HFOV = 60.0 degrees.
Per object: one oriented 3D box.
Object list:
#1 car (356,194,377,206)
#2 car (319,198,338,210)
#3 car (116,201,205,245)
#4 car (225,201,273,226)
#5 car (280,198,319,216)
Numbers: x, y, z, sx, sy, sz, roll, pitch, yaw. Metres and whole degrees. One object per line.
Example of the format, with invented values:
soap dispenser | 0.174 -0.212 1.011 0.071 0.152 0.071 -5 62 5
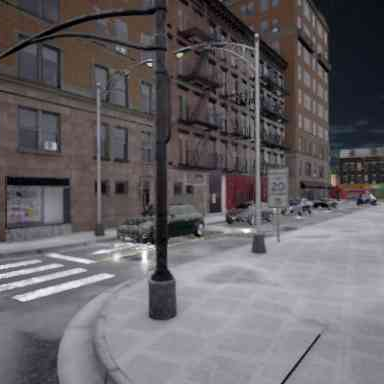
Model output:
car | 25.174 1.039 47.899 2.097 1.767 4.553 -1 0 36
car | 15.732 1.385 39.304 1.895 1.301 4.718 -1 0 36
car | -1.365 1.337 15.644 2.097 1.767 4.553 -1 0 37
car | 4.041 1.423 23.116 1.837 1.490 4.892 -1 0 36
car | 9.860 1.341 31.204 2.128 1.511 4.902 -1 0 36
